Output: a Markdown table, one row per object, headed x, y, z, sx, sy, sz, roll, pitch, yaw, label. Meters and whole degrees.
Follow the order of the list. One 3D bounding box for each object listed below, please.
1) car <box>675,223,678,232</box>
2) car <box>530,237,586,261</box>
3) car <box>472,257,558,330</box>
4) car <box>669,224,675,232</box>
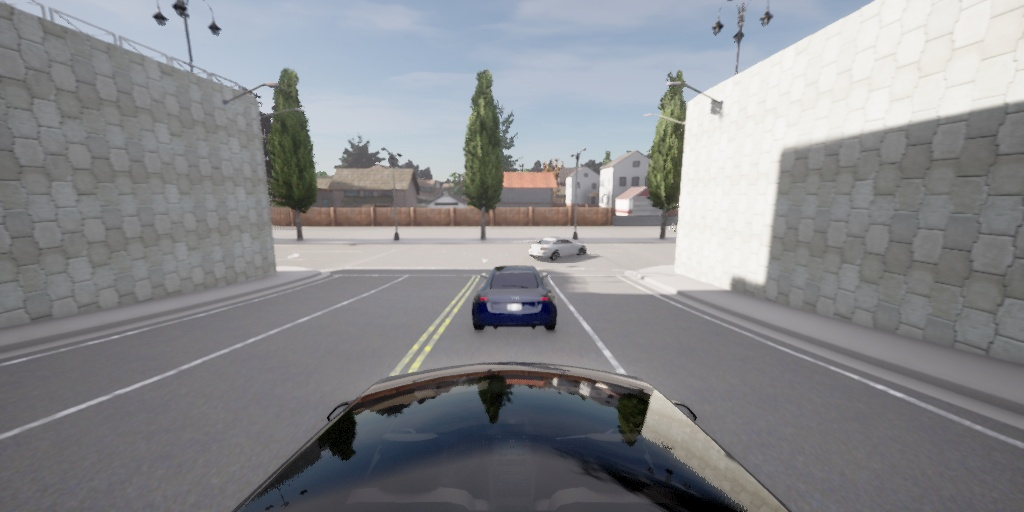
| x | y | z | sx | sy | sz | roll | pitch | yaw | label |
| --- | --- | --- | --- | --- | --- | --- | --- | --- | --- |
| 20.292 | -2.798 | 38.410 | 4.181 | 1.385 | 1.994 | 0 | 10 | -1 | car |
| 3.231 | -0.605 | 25.036 | 4.674 | 1.442 | 1.812 | -8 | 11 | -41 | car |
| 0.065 | 0.932 | 9.672 | 1.994 | 1.385 | 4.181 | 0 | 4 | 0 | car |
| 20.913 | -3.465 | 41.857 | 4.902 | 1.511 | 2.128 | 0 | 10 | -1 | car |
